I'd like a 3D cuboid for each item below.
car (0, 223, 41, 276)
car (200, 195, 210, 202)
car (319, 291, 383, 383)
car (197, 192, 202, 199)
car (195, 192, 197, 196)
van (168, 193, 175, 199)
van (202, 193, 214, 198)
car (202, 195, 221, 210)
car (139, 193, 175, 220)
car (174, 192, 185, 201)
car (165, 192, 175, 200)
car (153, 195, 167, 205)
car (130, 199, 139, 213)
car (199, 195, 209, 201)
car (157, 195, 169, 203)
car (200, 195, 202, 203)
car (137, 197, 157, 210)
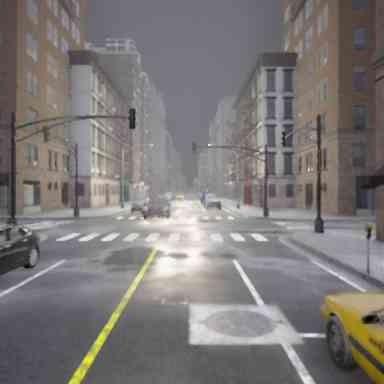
[{"bbox_3d":[-5.388,1.525,8.377,2.008,1.369,4.403,0,0,0],"label":"car"},{"bbox_3d":[2.633,1.356,67.692,1.947,1.339,4.313,0,0,0],"label":"car"},{"bbox_3d":[2.638,1.517,2.868,1.752,1.417,4.829,0,0,0],"label":"car"},{"bbox_3d":[2.633,1.122,62.285,2.192,1.841,5.009,0,0,0],"label":"car"},{"bbox_3d":[2.634,1.252,94.724,1.887,1.381,4.507,0,0,0],"label":"car"},{"bbox_3d":[-5.458,1.065,89.314,1.690,1.788,3.998,0,0,0],"label":"van"},{"bbox_3d":[2.632,1.198,46.067,1.690,1.788,3.998,0,0,0],"label":"van"},{"bbox_3d":[2.632,1.425,40.661,2.008,1.369,4.403,0,0,0],"label":"car"},{"bbox_3d":[-2.758,1.228,27.256,2.097,1.767,4.553,0,0,0],"label":"car"},{"bbox_3d":[-2.766,1.238,77.280,1.882,1.535,5.008,0,0,0],"label":"car"},{"bbox_3d":[-5.452,1.055,83.907,2.192,1.841,5.009,0,0,0],"label":"car"},{"bbox_3d":[-5.421,1.263,56.877,1.967,1.590,4.097,0,0,0],"label":"car"},{"bbox_3d":[-5.396,1.441,35.252,2.008,1.369,4.403,0,0,0],"label":"car"},{"bbox_3d":[2.633,1.324,73.099,2.008,1.369,4.403,0,0,0],"label":"car"},{"bbox_3d":[-5.427,1.332,62.113,1.752,1.417,4.829,0,0,0],"label":"car"},{"bbox_3d":[2.632,1.422,51.474,1.802,1.307,4.206,0,0,0],"label":"car"},{"bbox_3d":[-5.402,1.399,40.488,1.752,1.417,4.829,0,0,0],"label":"car"}]
